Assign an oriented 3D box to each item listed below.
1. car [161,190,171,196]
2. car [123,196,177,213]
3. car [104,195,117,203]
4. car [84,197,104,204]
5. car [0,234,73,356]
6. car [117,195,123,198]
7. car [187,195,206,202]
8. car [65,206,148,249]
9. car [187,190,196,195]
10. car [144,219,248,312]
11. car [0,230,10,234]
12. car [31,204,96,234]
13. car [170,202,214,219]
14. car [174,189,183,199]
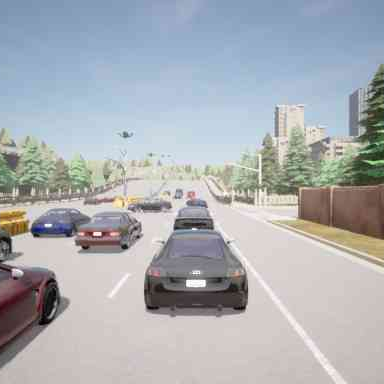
[{"bbox_3d":[-7.164,1.024,86.978,1.882,1.535,5.008,0,3,0],"label":"car"},{"bbox_3d":[-4.624,1.491,36.126,4.902,1.511,2.128,0,0,-23],"label":"car"},{"bbox_3d":[-17.554,1.594,68.750,1.895,1.301,4.718,0,0,0],"label":"car"},{"bbox_3d":[-17.598,1.564,58.680,1.994,1.385,4.181,0,0,0],"label":"car"},{"bbox_3d":[-3.404,1.564,4.469,1.994,1.385,4.181,0,0,0],"label":"car"},{"bbox_3d":[-17.614,1.477,78.992,1.895,1.301,4.718,0,1,0],"label":"car"},{"bbox_3d":[0.665,1.564,48.598,1.994,1.385,4.181,0,0,-22],"label":"car"},{"bbox_3d":[-3.403,1.547,14.446,2.033,1.411,5.357,0,0,0],"label":"car"},{"bbox_3d":[-0.173,0.669,88.520,2.150,2.045,5.566,0,4,0],"label":"car"},{"bbox_3d":[0.091,1.564,7.813,1.994,1.385,4.181,0,0,1],"label":"car"},{"bbox_3d":[-6.904,1.491,9.166,2.128,1.511,4.902,0,0,0],"label":"car"},{"bbox_3d":[-6.912,1.564,18.007,1.994,1.385,4.181,0,0,0],"label":"car"},{"bbox_3d":[0.090,1.478,16.803,1.882,1.535,5.008,0,0,0],"label":"car"},{"bbox_3d":[-3.663,0.903,86.963,2.097,1.767,4.553,0,3,0],"label":"car"}]
